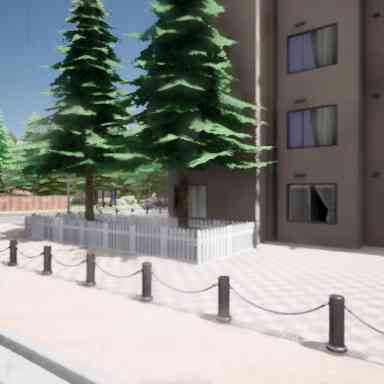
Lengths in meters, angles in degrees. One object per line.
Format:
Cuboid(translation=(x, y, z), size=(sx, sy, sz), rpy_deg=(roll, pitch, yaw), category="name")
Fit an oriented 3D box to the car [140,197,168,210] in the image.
Cuboid(translation=(-4.426, 1.438, 42.159), size=(2.128, 1.511, 4.902), rpy_deg=(0, 0, 37), category="car")
